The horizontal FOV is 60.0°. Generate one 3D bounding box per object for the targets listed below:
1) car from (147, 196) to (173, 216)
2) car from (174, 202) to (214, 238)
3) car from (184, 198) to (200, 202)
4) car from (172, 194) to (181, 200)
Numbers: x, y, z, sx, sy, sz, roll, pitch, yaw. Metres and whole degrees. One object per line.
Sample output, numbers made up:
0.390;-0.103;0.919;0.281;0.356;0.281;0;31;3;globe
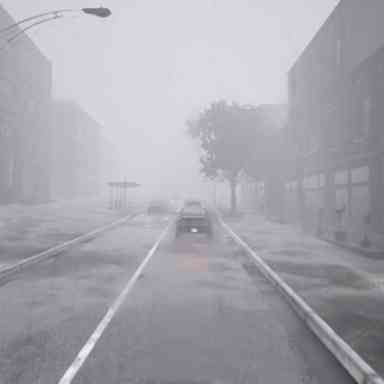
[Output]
-3.234;1.419;32.659;1.882;1.535;5.008;0;1;0;car
0.106;1.513;17.756;1.837;1.490;4.892;0;0;0;car
0.102;1.420;35.826;1.837;1.490;4.892;0;1;0;car
-3.458;1.064;74.404;1.895;1.301;4.718;0;1;0;car
